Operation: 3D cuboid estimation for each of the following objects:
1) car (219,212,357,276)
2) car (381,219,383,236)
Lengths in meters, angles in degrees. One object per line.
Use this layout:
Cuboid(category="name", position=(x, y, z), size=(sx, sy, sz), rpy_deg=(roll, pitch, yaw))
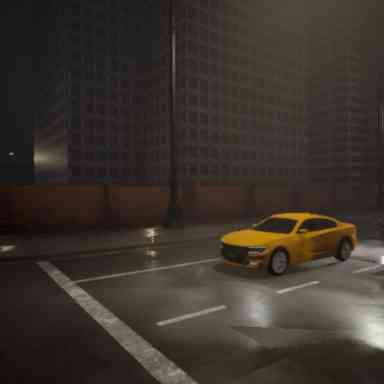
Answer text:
Cuboid(category="car", position=(3.112, 1.418, 10.373), size=(5.008, 1.535, 1.882), rpy_deg=(0, 0, -34))
Cuboid(category="car", position=(7.106, 1.402, 8.865), size=(5.008, 1.535, 1.882), rpy_deg=(0, 0, -34))
